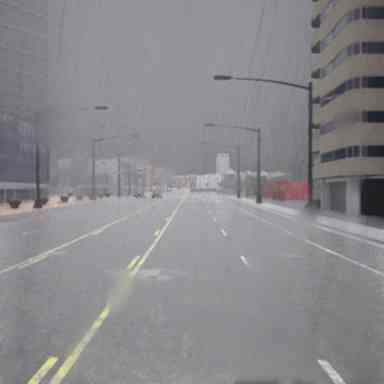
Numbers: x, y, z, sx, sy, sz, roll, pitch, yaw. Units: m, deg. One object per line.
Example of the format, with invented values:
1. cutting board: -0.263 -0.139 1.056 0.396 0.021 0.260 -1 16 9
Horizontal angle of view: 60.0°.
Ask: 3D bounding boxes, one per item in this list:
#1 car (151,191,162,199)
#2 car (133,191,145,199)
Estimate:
1. car: -7.051 0.615 66.793 1.837 1.490 4.892 0 1 0
2. car: -10.547 0.614 66.781 1.837 1.490 4.892 0 1 0
